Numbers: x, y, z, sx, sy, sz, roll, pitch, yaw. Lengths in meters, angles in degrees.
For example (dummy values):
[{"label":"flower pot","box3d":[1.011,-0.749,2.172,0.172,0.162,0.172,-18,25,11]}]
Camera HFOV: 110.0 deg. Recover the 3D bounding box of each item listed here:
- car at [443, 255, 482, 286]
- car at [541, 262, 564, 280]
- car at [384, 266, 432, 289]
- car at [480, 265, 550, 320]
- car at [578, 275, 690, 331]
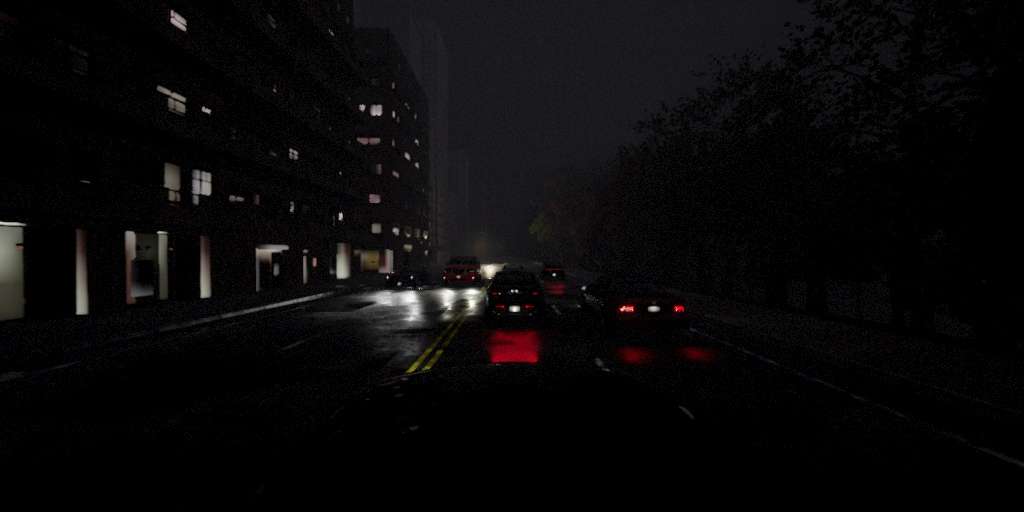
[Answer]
[{"label":"car","box3d":[-3.353,0.950,25.188,2.150,2.045,5.566,0,0,0]},{"label":"car","box3d":[3.343,1.228,30.822,1.837,1.490,4.892,0,0,0]},{"label":"car","box3d":[-6.602,1.330,23.214,1.895,1.301,4.718,0,0,0]},{"label":"car","box3d":[0.086,1.243,12.597,1.837,1.490,4.892,0,0,0]},{"label":"car","box3d":[3.335,1.287,10.914,2.033,1.411,5.357,0,0,0]}]
